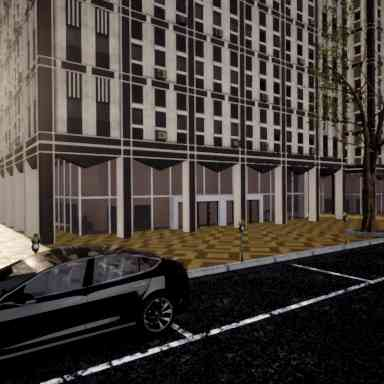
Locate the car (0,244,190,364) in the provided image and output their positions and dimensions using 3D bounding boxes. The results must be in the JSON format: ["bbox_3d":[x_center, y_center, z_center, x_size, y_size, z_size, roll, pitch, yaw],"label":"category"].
[{"bbox_3d":[-2.034,1.566,5.116,4.313,1.339,1.947,0,-1,-35],"label":"car"}]
